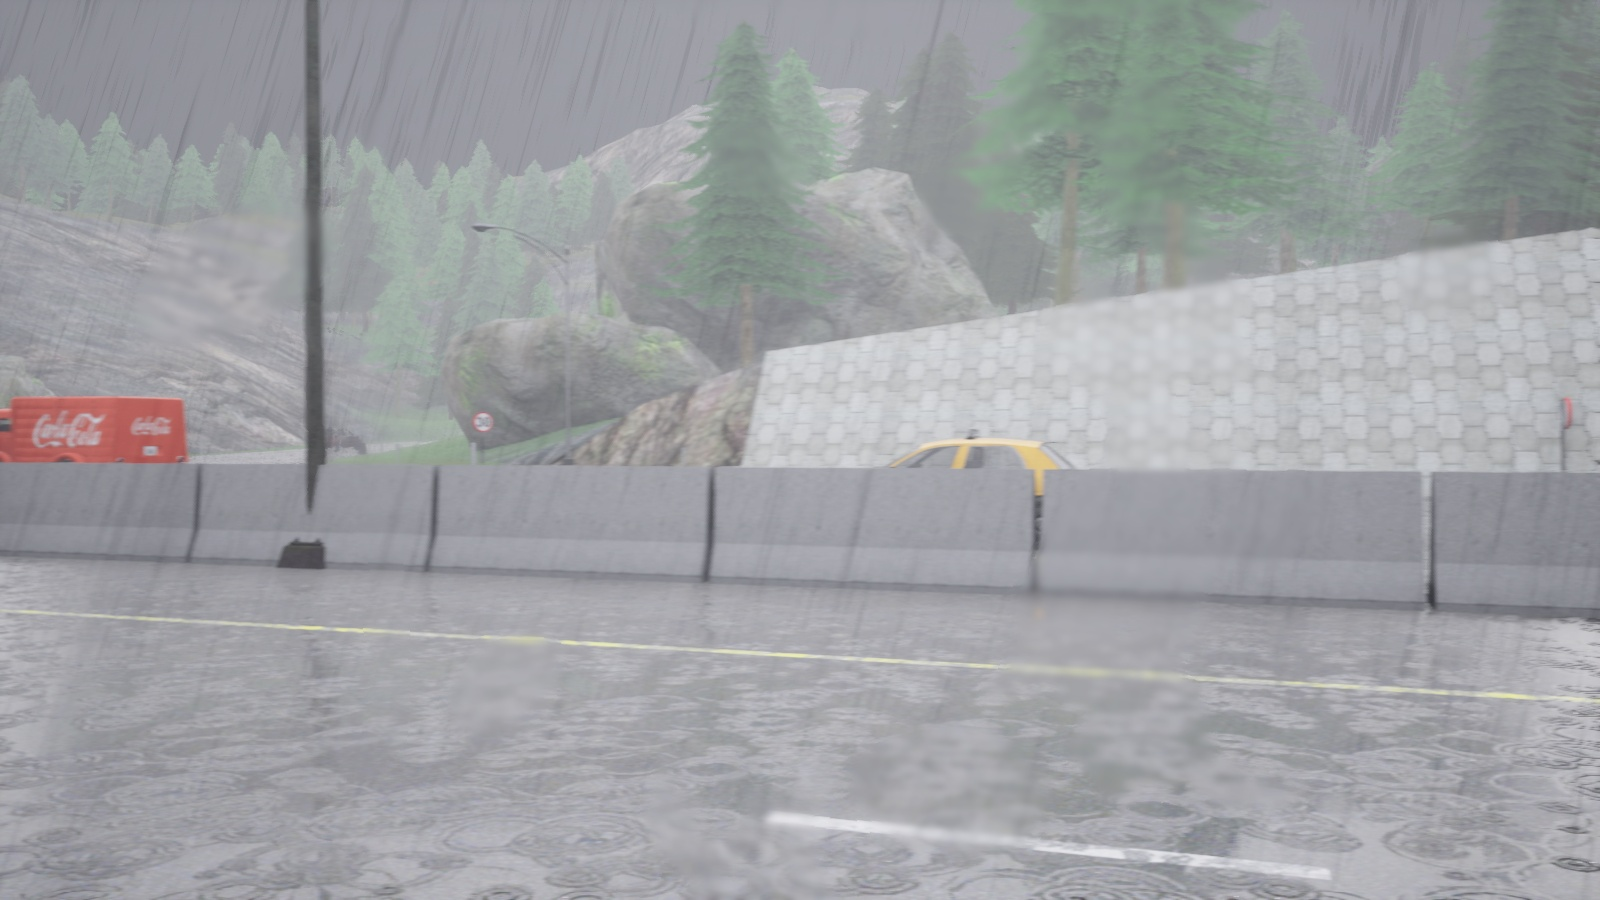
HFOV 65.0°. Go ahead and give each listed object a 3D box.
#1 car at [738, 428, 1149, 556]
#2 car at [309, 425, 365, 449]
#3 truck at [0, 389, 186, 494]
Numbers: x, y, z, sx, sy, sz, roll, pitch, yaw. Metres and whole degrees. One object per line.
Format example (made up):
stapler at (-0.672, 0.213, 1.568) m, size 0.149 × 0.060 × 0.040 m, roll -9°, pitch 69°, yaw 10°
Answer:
car at (1.976, 0.496, 17.297) m, size 5.366 × 1.575 × 1.801 m, roll 1°, pitch 1°, yaw 19°
car at (-30.734, -0.896, 83.526) m, size 1.816 × 1.474 × 4.193 m, roll 0°, pitch 2°, yaw 6°
truck at (-18.540, -0.233, 31.578) m, size 5.204 × 2.467 × 2.627 m, roll 1°, pitch 1°, yaw 19°
